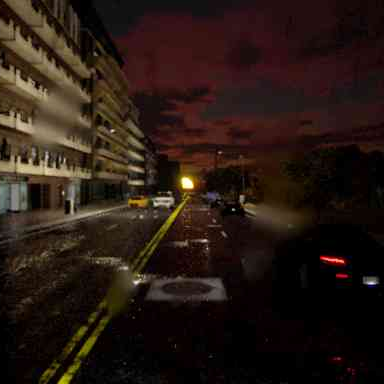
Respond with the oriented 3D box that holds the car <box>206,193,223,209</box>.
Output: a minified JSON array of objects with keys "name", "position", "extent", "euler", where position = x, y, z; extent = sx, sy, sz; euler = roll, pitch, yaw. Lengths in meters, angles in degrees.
[{"name":"car","position":[3.256,1.271,41.571],"extent":[2.163,1.488,4.792],"euler":[0,0,0]}]

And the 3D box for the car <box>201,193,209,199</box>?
[{"name":"car","position":[3.263,1.069,85.543],"extent":[1.812,1.442,4.674],"euler":[0,0,0]}]

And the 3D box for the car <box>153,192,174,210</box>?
[{"name":"car","position":[-3.335,0.995,39.965],"extent":[2.150,2.045,5.566],"euler":[0,1,0]}]

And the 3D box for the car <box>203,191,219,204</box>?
[{"name":"car","position":[3.259,0.931,52.570],"extent":[2.150,2.045,5.566],"euler":[0,0,0]}]

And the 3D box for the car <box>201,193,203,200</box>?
[{"name":"car","position":[3.260,1.218,63.542],"extent":[1.994,1.385,4.181],"euler":[0,0,0]}]

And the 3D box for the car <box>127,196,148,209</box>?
[{"name":"car","position":[-6.581,1.252,40.374],"extent":[1.882,1.535,5.008],"euler":[0,0,0]}]

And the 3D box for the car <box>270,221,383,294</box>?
[{"name":"car","position":[3.351,1.476,8.529],"extent":[1.812,1.442,4.674],"euler":[0,0,0]}]

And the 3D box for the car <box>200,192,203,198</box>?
[{"name":"car","position":[3.262,1.162,74.542],"extent":[1.994,1.385,4.181],"euler":[0,0,0]}]

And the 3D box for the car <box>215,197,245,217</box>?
[{"name":"car","position":[3.355,1.398,28.907],"extent":[1.994,1.385,4.181],"euler":[0,0,0]}]
